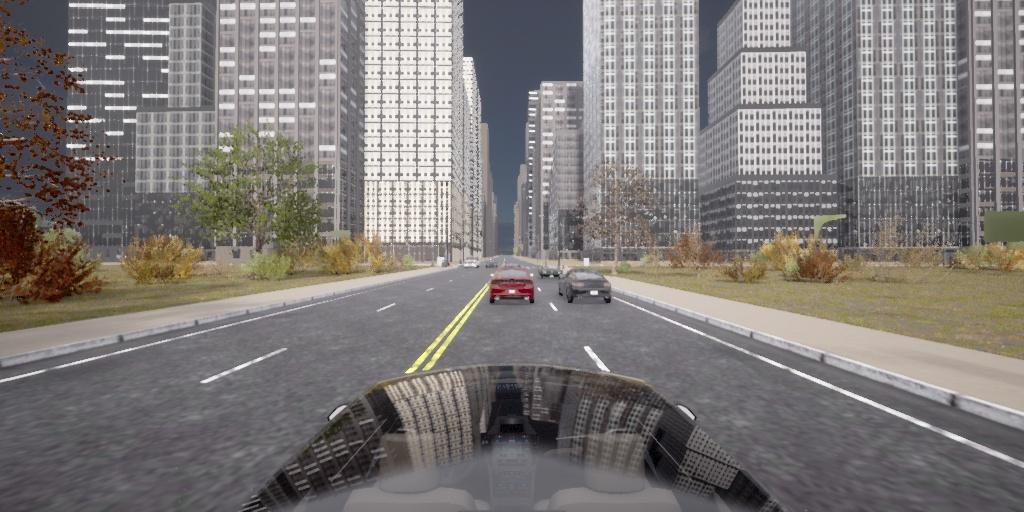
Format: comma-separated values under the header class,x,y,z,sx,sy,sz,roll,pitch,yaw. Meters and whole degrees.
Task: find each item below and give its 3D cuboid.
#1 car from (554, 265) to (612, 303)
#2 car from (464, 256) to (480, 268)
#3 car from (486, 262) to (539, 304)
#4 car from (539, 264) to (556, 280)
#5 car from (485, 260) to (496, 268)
class,x,y,z,sx,sy,sz,roll,pitch,yaw
car,3.250,1.282,16.477,1.812,1.442,4.674,0,0,0
car,-6.500,1.040,58.474,2.150,2.045,5.566,0,0,0
car,0.000,1.234,16.477,1.882,1.535,5.008,0,0,0
car,3.250,1.358,31.508,1.895,1.301,4.718,0,0,0
car,-3.250,1.314,58.503,1.994,1.385,4.181,0,0,0
